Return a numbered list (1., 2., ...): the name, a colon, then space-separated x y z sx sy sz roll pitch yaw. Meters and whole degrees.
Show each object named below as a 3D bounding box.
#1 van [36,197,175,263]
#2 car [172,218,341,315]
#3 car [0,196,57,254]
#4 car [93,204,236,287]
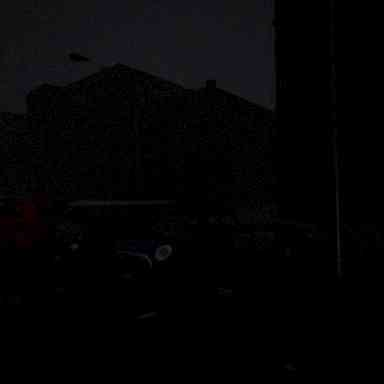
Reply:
1. van: -2.425 1.252 10.992 1.878 1.987 4.442 0 0 37
2. car: 2.027 1.494 7.742 2.231 1.521 4.892 0 0 37
3. car: -4.525 1.218 12.765 2.435 2.045 5.566 0 0 38
4. car: -0.142 1.361 9.440 2.185 1.767 4.553 0 0 37
